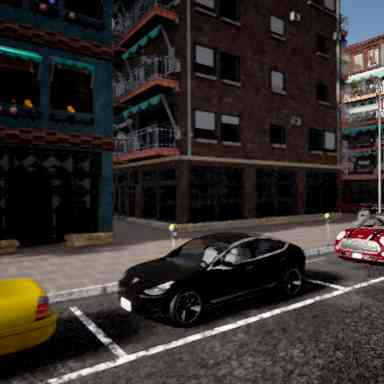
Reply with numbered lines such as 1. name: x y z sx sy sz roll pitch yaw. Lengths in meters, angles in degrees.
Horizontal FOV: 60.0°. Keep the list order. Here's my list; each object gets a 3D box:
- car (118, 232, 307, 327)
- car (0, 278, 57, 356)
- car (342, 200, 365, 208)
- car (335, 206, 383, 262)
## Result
1. car: 0.630 1.564 7.018 4.313 1.339 1.947 0 0 -36
2. car: -4.116 1.527 3.630 4.829 1.417 1.752 0 0 -36
3. car: 15.186 1.473 32.201 1.802 1.307 4.206 0 0 -35
4. car: 6.718 1.437 11.418 4.097 1.590 1.967 0 0 -36
